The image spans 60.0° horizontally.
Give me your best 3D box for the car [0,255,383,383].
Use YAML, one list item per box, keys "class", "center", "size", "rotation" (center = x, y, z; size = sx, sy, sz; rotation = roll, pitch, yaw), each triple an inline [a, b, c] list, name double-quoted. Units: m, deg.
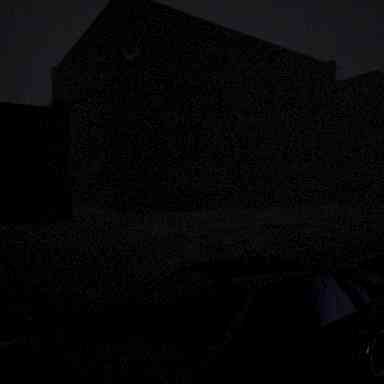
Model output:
- class: "car"
  center: [0.615, 1.529, 3.814]
  size: [5.357, 1.411, 2.033]
  rotation: [0, 0, -36]
